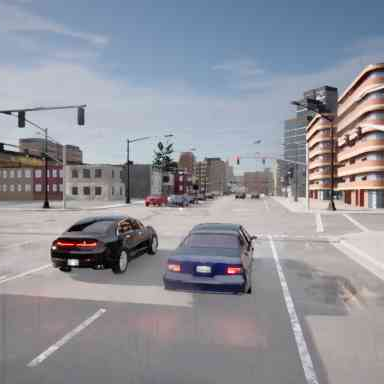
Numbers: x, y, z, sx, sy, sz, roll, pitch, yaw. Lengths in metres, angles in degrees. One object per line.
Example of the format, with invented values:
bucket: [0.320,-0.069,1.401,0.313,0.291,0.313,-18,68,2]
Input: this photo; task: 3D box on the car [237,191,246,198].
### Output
car: [12.988,0.552,86.681,2.097,1.767,4.553,0,1,11]

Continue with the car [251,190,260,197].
car: [16.344,0.464,85.607,2.097,1.767,4.553,0,1,11]

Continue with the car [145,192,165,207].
car: [-5.155,1.080,49.324,2.150,2.045,5.566,0,1,11]

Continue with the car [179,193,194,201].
car: [-1.133,1.073,69.256,2.033,1.411,5.357,0,1,11]

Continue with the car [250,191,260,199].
car: [14.341,0.881,75.403,2.128,1.511,4.902,0,1,11]

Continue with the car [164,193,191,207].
car: [-1.947,1.223,47.448,2.097,1.767,4.553,0,1,11]

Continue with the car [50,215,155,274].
car: [-2.510,1.505,10.664,1.837,1.490,4.892,0,0,11]

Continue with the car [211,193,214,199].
car: [3.807,0.862,76.249,1.882,1.535,5.008,0,1,11]

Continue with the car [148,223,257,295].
car: [0.708,1.547,8.920,2.033,1.411,5.357,0,0,11]

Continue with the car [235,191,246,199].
car: [11.094,0.902,77.029,1.994,1.385,4.181,0,1,11]

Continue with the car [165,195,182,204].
car: [-3.253,1.238,58.882,1.812,1.442,4.674,0,1,12]

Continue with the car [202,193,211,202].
car: [1.765,1.119,66.008,2.033,1.411,5.357,0,1,12]

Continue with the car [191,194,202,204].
car: [-0.188,1.235,56.359,2.128,1.511,4.902,0,1,11]
